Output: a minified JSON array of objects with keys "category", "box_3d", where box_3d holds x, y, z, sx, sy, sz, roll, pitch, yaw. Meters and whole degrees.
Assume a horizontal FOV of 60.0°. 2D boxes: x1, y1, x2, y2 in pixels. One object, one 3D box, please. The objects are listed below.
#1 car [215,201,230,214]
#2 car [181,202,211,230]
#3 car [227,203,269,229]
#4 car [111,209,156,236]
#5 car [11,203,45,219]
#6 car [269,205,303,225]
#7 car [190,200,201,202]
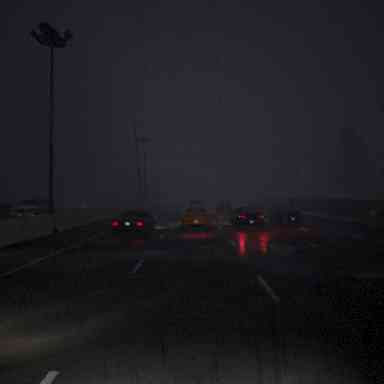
[{"category":"car","box_3d":[3.938,1.877,41.334,2.128,1.511,4.902,0,-1,0]},{"category":"car","box_3d":[0.282,1.657,22.613,1.882,1.535,5.008,0,-1,0]},{"category":"car","box_3d":[3.788,1.719,23.199,1.812,1.442,4.674,0,-1,1]},{"category":"car","box_3d":[-3.246,1.685,19.332,2.033,1.411,5.357,0,-1,0]},{"category":"car","box_3d":[-13.762,1.529,29.368,2.150,2.045,5.566,0,-1,0]},{"category":"car","box_3d":[7.320,1.761,26.332,1.812,1.442,4.674,0,0,0]},{"category":"car","box_3d":[0.434,1.725,40.810,2.097,1.767,4.553,0,0,0]}]
